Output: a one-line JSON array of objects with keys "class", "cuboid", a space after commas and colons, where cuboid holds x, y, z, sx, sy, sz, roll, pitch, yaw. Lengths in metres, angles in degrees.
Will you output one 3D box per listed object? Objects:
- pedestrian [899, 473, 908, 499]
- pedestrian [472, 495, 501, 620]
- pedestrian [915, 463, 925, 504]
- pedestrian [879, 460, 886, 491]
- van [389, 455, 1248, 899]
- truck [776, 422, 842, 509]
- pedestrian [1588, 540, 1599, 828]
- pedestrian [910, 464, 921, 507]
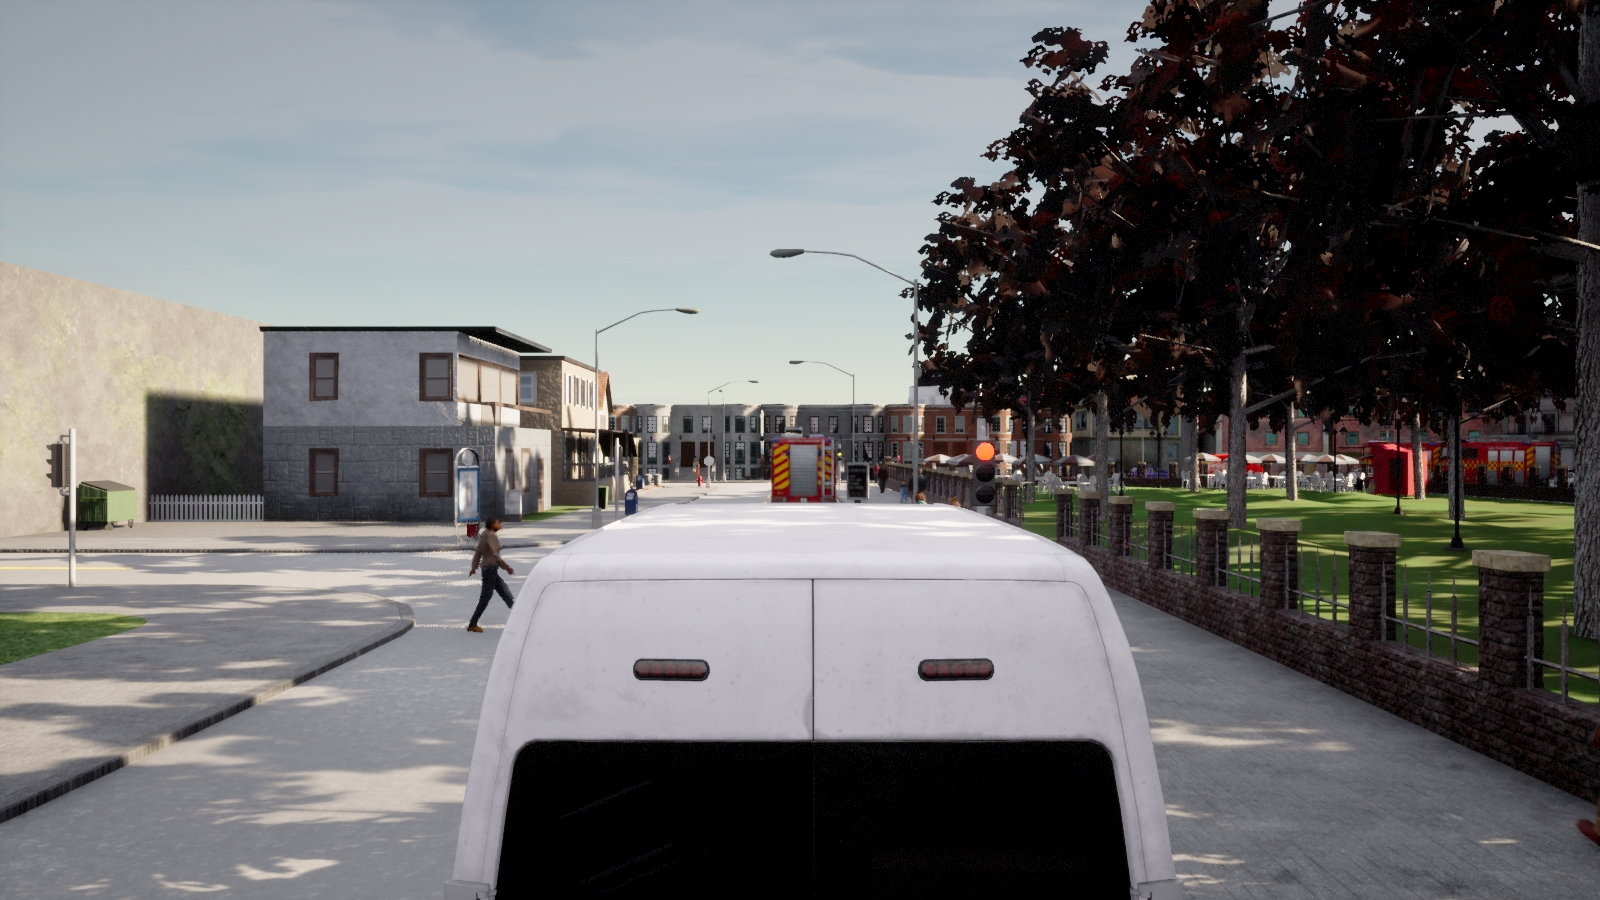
[{"class": "pedestrian", "cuboid": [5.208, 1.805, 57.559, 0.375, 1.300, 0.375, 0, 0, -11]}, {"class": "pedestrian", "cuboid": [-4.783, 1.629, 17.416, 0.375, 1.860, 0.375, 0, 0, -24]}, {"class": "pedestrian", "cuboid": [5.447, 1.525, 52.046, 0.375, 1.860, 0.375, 0, 0, -8]}, {"class": "pedestrian", "cuboid": [4.980, 1.525, 69.065, 0.375, 1.860, 0.375, 0, 0, 2]}, {"class": "van", "cuboid": [0.036, 1.314, 5.605, 1.988, 2.561, 5.915, 0, 0, 0]}, {"class": "truck", "cuboid": [0.398, 0.670, 54.476, 2.891, 3.827, 8.468, 0, 0, 0]}, {"class": "pedestrian", "cuboid": [5.380, 1.526, 7.342, 0.375, 1.860, 0.375, 0, 0, 1]}, {"class": "pedestrian", "cuboid": [4.972, 1.525, 49.345, 0.375, 1.860, 0.375, 0, 0, 25]}]
